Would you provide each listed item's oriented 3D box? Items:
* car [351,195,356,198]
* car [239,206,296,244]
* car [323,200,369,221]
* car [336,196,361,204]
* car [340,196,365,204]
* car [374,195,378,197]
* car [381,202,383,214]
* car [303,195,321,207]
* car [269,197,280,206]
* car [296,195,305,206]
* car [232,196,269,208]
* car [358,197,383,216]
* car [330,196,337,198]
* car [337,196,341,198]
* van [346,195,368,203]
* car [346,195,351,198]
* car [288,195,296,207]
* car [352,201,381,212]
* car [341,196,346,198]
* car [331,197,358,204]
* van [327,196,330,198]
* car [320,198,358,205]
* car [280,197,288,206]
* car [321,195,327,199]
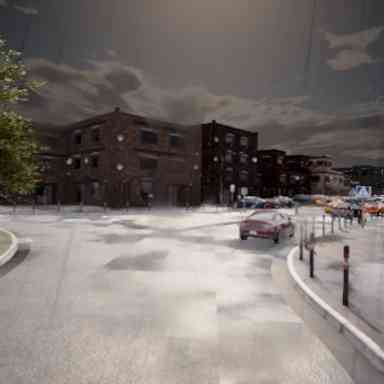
[{"bbox_3d":[32.366,1.823,72.826,4.892,1.521,2.231,1,0,43],"label":"car"},{"bbox_3d":[3.823,1.640,16.538,1.812,1.442,4.674,1,0,30],"label":"car"},{"bbox_3d":[14.209,1.782,30.552,2.128,1.511,4.902,1,0,41],"label":"car"},{"bbox_3d":[36.146,1.863,76.841,4.892,1.521,2.231,1,0,43],"label":"car"},{"bbox_3d":[38.035,1.884,78.847,4.892,1.521,2.231,1,0,43],"label":"car"},{"bbox_3d":[43.566,1.949,85.002,5.366,1.575,1.946,1,0,43],"label":"car"},{"bbox_3d":[21.173,1.928,31.592,4.792,1.488,2.163,1,0,43],"label":"car"},{"bbox_3d":[19.115,1.460,58.795,5.566,2.045,2.435,1,1,43],"label":"car"},{"bbox_3d":[9.676,1.624,48.741,5.008,1.535,2.097,1,0,43],"label":"car"},{"bbox_3d":[15.348,1.684,54.767,4.892,1.521,2.231,1,0,43],"label":"car"},{"bbox_3d":[7.812,1.474,46.704,4.553,1.767,2.185,1,0,43],"label":"car"},{"bbox_3d":[20.885,1.745,38.024,2.097,1.767,4.553,1,0,44],"label":"car"},{"bbox_3d":[24.798,1.754,64.804,5.008,1.535,2.097,1,1,43],"label":"car"},{"bbox_3d":[26.672,1.643,66.828,4.553,1.767,2.185,1,1,43],"label":"car"},{"bbox_3d":[40.095,1.683,80.868,4.442,1.987,1.878,1,0,43],"label":"van"},{"bbox_3d":[30.497,1.677,70.801,4.553,1.767,2.185,1,0,43],"label":"car"},{"bbox_3d":[13.484,1.540,52.729,4.553,1.767,2.185,1,0,43],"label":"car"},{"bbox_3d":[24.057,1.949,45.773,2.033,1.411,5.357,1,1,44],"label":"car"},{"bbox_3d":[28.561,1.659,68.835,4.553,1.767,2.185,1,0,43],"label":"car"},{"bbox_3d":[34.256,1.842,74.833,4.892,1.521,2.231,1,0,43],"label":"car"},{"bbox_3d":[23.001,1.515,62.711,4.442,1.987,1.878,1,1,43],"label":"van"},{"bbox_3d":[16.908,1.798,38.191,1.882,1.535,5.008,1,0,44],"label":"car"},{"bbox_3d":[11.570,1.685,50.742,4.674,1.452,2.002,1,0,43],"label":"car"},{"bbox_3d":[21.157,1.725,60.658,5.366,1.575,1.946,1,1,43],"label":"car"}]
